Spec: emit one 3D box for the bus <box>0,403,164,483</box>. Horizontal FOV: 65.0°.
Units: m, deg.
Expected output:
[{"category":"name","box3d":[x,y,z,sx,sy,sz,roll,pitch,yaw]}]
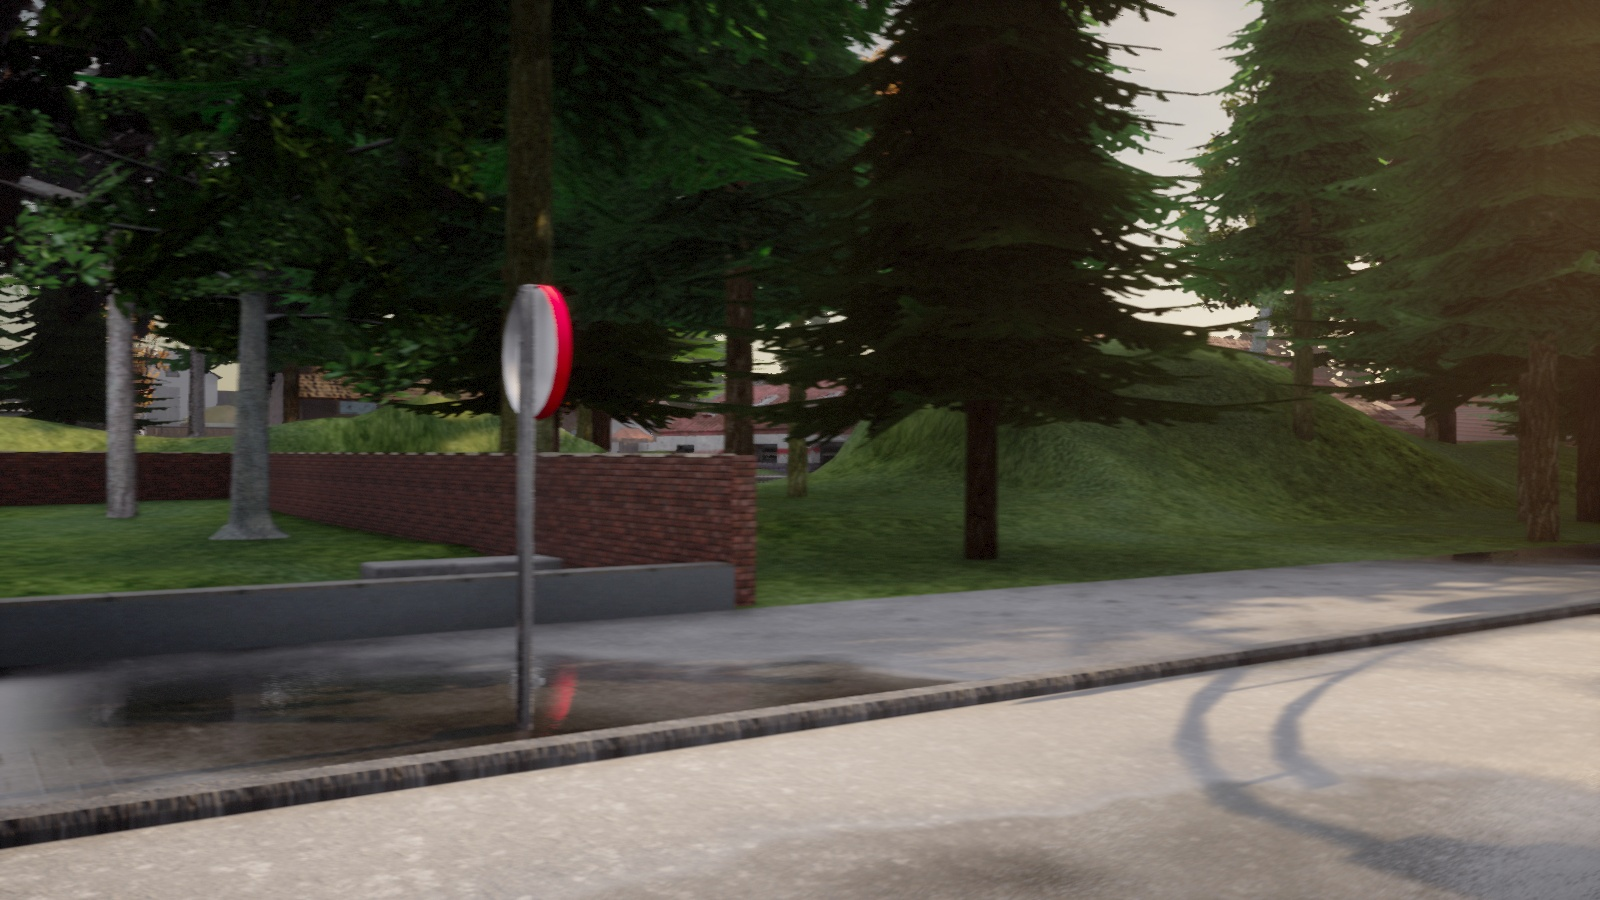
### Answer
[{"category":"bus","box3d":[-41.726,-0.349,70.454,10.273,4.253,3.944,0,0,-37]}]
